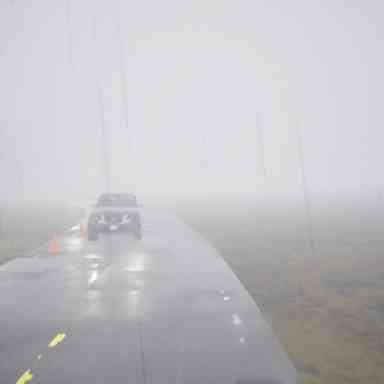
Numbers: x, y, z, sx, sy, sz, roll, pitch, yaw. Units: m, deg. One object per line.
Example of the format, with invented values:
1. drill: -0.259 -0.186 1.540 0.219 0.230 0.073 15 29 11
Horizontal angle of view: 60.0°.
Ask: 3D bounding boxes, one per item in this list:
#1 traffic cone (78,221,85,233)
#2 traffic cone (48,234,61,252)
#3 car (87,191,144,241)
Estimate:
1. traffic cone: -5.540 1.735 16.694 0.340 0.580 0.340 0 1 -9
2. traffic cone: -4.904 1.801 11.872 0.340 0.580 0.340 0 1 -6
3. car: -3.486 1.009 15.787 2.150 2.045 5.566 0 1 -9
